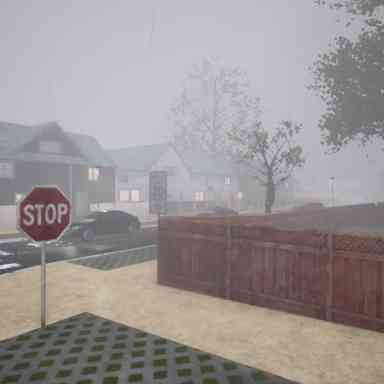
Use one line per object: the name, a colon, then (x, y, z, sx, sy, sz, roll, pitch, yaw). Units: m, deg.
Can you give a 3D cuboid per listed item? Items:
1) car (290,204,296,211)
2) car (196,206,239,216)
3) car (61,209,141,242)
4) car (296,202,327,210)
car: (14.141, 1.988, 42.603, 1.994, 1.385, 4.181, 0, -1, 37)
car: (2.075, 1.800, 26.570, 1.994, 1.385, 4.181, 0, 0, 37)
car: (-4.705, 1.652, 17.471, 1.812, 1.442, 4.674, 0, -1, 36)
car: (13.744, 1.863, 37.254, 1.882, 1.535, 5.008, 0, 0, 37)
